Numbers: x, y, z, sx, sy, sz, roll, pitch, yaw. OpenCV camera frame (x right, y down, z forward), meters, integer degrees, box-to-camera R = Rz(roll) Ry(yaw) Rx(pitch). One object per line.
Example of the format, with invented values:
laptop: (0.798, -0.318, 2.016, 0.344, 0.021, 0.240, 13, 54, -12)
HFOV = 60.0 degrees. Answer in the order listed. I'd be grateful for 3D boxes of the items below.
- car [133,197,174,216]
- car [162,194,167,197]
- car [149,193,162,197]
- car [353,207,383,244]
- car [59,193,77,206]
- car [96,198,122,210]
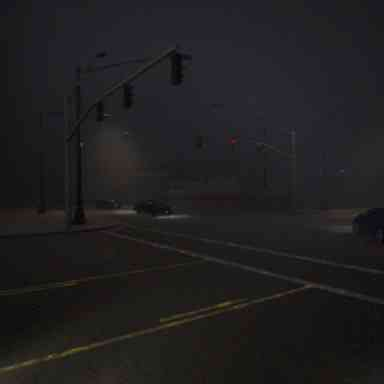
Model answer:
car: (-3.944, 1.519, 33.148, 2.033, 1.411, 5.357, -1, 0, -37)
car: (-3.955, 1.198, 74.286, 3.806, 1.475, 1.970, -1, 0, -35)
car: (-7.928, 1.049, 78.505, 4.611, 1.667, 2.242, -1, 0, -35)
car: (9.091, 1.402, 15.325, 1.882, 1.535, 5.008, 1, 0, 9)
car: (-20.599, 1.211, 55.602, 2.150, 2.045, 5.566, -1, 1, -36)
car: (-10.550, 1.467, 42.036, 2.128, 1.511, 4.902, -1, 1, -37)
